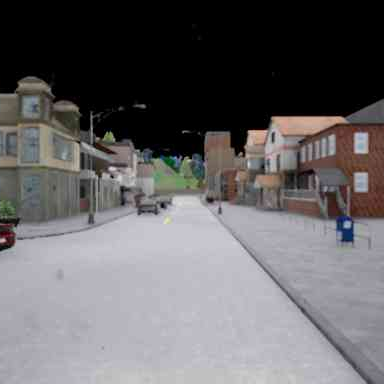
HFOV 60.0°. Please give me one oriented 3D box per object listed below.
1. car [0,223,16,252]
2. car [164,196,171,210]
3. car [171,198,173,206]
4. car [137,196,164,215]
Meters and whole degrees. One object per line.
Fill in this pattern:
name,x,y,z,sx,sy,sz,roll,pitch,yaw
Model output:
car,-8.674,1.445,11.500,5.008,1.535,1.882,0,-1,12
car,-4.069,1.482,41.603,1.895,1.301,4.718,0,0,0
car,-4.013,1.356,51.971,1.837,1.490,4.892,0,0,0
car,-4.108,1.412,32.298,1.837,1.490,4.892,0,0,0
